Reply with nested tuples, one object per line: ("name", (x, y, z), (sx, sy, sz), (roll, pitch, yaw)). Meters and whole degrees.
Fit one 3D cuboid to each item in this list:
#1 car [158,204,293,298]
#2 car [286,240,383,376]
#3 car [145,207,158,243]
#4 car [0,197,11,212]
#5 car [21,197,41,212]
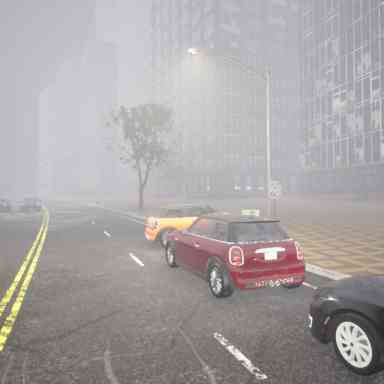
("car", (0.836, 1.355, 8.900), (2.097, 1.767, 4.553), (0, 0, -22))
("car", (3.595, 1.505, 3.441), (1.837, 1.490, 4.892), (0, 0, -36))
("car", (0.286, 1.277, 14.544), (4.553, 1.767, 2.097), (-3, 1, -18))
("car", (-21.976, 1.390, 38.018), (2.097, 1.767, 4.553), (0, 0, -24))
("car", (-19.013, 1.393, 39.353), (2.097, 1.767, 4.553), (0, 0, -24))
